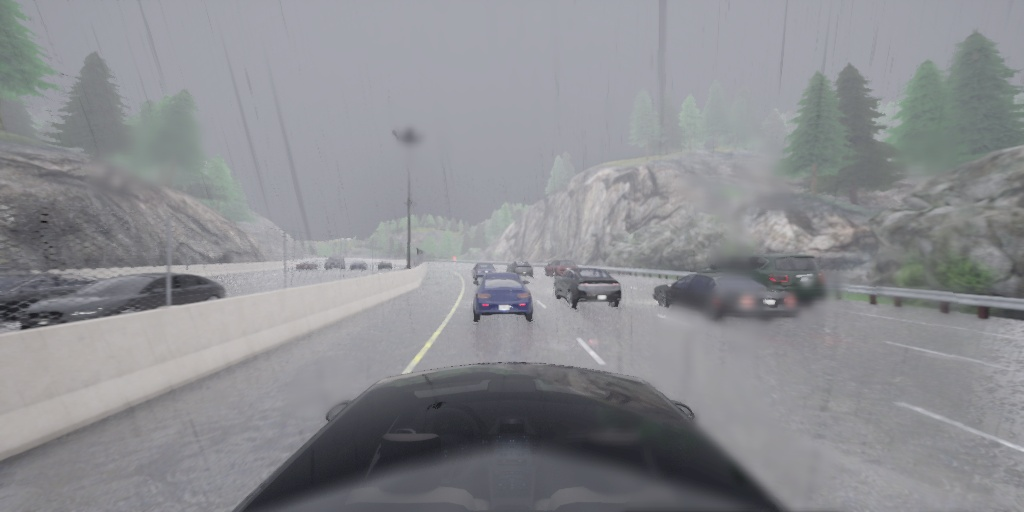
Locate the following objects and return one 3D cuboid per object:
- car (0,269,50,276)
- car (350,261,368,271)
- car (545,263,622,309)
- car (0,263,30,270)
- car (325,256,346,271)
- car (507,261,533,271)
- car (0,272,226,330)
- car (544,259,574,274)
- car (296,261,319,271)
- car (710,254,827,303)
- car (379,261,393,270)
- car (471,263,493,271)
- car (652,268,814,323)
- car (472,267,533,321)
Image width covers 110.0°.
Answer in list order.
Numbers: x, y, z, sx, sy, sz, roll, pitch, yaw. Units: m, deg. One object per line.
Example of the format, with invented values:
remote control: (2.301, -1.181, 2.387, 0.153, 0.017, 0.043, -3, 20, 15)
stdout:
car: (-14.458, 1.274, 10.636, 2.128, 1.511, 4.902, 0, 0, -4)
car: (-21.568, 1.402, 50.673, 1.895, 1.301, 4.718, 0, 0, -16)
car: (2.974, 1.236, 14.945, 2.128, 1.511, 4.902, 0, 0, -4)
car: (-18.014, 1.143, 11.404, 2.097, 1.767, 4.553, 0, 0, -4)
car: (-25.784, 1.030, 52.485, 2.150, 2.045, 5.566, 0, 0, -17)
car: (0.676, 1.242, 33.258, 2.128, 1.511, 4.902, 0, 0, -10)
car: (-10.956, 1.280, 10.693, 1.837, 1.490, 4.892, 0, 0, -4)
car: (4.388, 1.095, 32.267, 2.097, 1.767, 4.553, 0, 0, -9)
car: (-28.897, 1.418, 50.757, 1.895, 1.301, 4.718, 0, 0, -17)
car: (10.007, 0.950, 15.093, 2.150, 2.045, 5.566, 0, 0, -4)
car: (-18.514, 1.396, 52.704, 1.895, 1.301, 4.718, 0, 0, -17)
car: (-2.421, 1.305, 30.864, 2.033, 1.411, 5.357, 0, 0, -9)
car: (6.716, 1.283, 12.054, 2.033, 1.411, 5.357, 0, 0, -3)
car: (-0.362, 1.277, 12.341, 1.812, 1.442, 4.674, 0, 0, -3)
